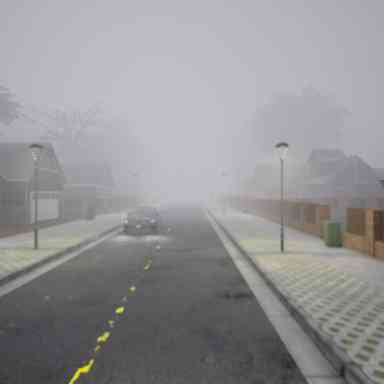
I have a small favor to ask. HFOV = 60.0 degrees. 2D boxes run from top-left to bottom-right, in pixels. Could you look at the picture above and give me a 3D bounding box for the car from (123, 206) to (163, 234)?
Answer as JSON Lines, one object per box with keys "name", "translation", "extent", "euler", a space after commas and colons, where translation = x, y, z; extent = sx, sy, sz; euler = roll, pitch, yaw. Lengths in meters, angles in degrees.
{"name": "car", "translation": [-2.799, 1.560, 19.823], "extent": [1.812, 1.442, 4.674], "euler": [0, 0, 1]}
